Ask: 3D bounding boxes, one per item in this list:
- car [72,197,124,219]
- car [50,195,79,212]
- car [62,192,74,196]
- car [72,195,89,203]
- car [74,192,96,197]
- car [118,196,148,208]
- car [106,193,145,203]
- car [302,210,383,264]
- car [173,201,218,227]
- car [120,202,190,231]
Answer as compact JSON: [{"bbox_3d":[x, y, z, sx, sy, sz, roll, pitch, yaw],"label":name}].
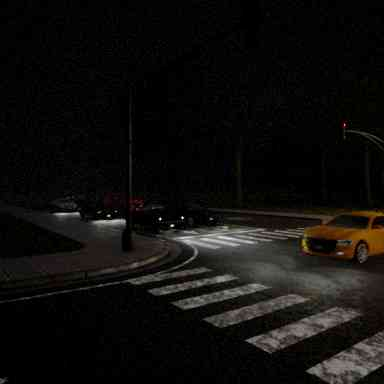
[{"bbox_3d":[-8.031,1.454,28.044,2.033,1.411,5.357,0,0,-36],"label":"car"},{"bbox_3d":[-14.065,1.401,36.375,1.812,1.442,4.674,0,0,-36],"label":"car"},{"bbox_3d":[-21.414,1.039,57.734,2.150,2.045,5.566,0,0,-36],"label":"car"},{"bbox_3d":[-21.133,1.331,63.040,1.812,1.442,4.674,0,0,-36],"label":"car"},{"bbox_3d":[-15.604,1.187,49.812,2.097,1.767,4.553,0,0,-35],"label":"car"},{"bbox_3d":[-8.051,1.339,45.020,2.128,1.511,4.902,0,0,-36],"label":"car"},{"bbox_3d":[-6.454,1.117,31.401,2.150,2.045,5.566,0,0,-36],"label":"car"},{"bbox_3d":[6.024,1.458,11.939,5.008,1.535,1.882,0,0,-35],"label":"car"},{"bbox_3d":[-0.220,1.410,22.804,1.882,1.535,5.008,0,0,-35],"label":"car"},{"bbox_3d":[-2.372,1.542,20.230,1.895,1.301,4.718,0,0,-36],"label":"car"}]
